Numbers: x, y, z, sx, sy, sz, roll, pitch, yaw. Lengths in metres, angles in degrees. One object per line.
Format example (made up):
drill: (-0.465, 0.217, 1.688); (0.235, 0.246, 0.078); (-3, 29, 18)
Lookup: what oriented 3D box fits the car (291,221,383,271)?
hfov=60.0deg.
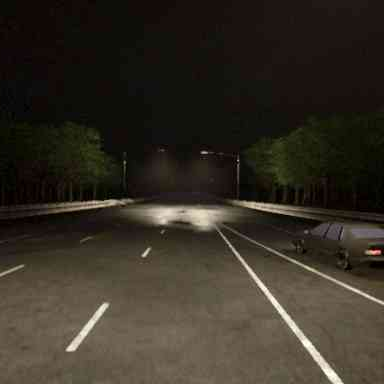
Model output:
car: (5.317, 1.721, 11.569); (2.033, 1.411, 5.357); (1, -1, -6)
